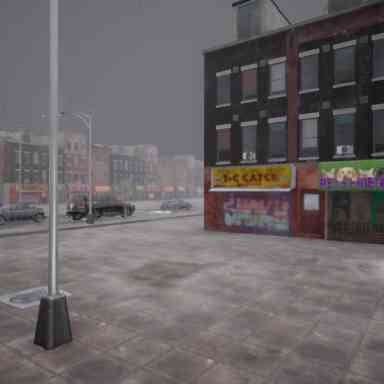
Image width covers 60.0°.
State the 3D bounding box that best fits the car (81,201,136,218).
[{"bbox_3d":[-7.556,1.520,30.516,1.895,1.301,4.718,0,0,36],"label":"car"}]

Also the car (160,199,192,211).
[{"bbox_3d":[-1.836,1.447,38.610,1.994,1.385,4.181,0,0,35],"label":"car"}]

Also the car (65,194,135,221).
[{"bbox_3d":[-7.115,1.161,26.042,2.150,2.045,5.566,0,0,35],"label":"car"}]

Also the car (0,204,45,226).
[{"bbox_3d":[-12.598,1.515,23.380,1.994,1.385,4.181,0,0,36],"label":"car"}]
